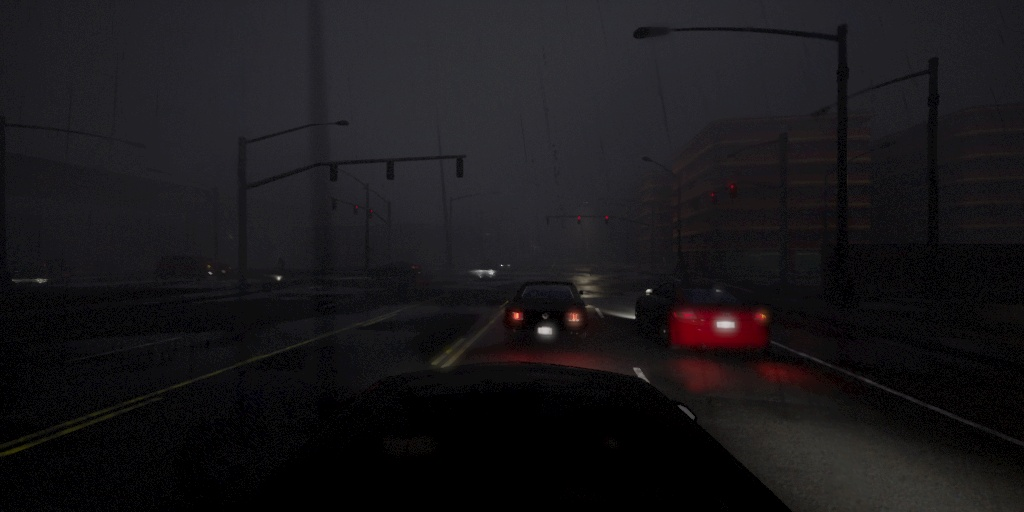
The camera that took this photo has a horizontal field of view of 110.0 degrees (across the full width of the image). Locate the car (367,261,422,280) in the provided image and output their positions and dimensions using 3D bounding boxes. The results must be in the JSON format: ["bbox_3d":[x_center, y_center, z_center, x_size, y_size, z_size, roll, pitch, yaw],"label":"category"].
[{"bbox_3d":[-10.256,1.225,31.211,4.902,1.511,2.128,0,0,14],"label":"car"}]

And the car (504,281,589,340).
[{"bbox_3d":[1.035,1.348,10.003,1.895,1.301,4.718,0,0,8],"label":"car"}]

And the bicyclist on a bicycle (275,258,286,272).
[{"bbox_3d":[-26.263,1.038,40.775,0.582,1.620,1.656,0,0,7],"label":"bicyclist on a bicycle"}]

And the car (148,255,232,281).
[{"bbox_3d":[-26.340,0.960,29.717,5.566,2.045,2.150,0,0,7],"label":"car"}]

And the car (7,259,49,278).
[{"bbox_3d":[-44.985,1.215,32.547,5.008,1.535,1.882,0,0,20],"label":"car"}]

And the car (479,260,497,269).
[{"bbox_3d":[-3.364,1.166,51.027,1.895,1.301,4.718,0,1,8],"label":"car"}]

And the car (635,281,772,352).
[{"bbox_3d":[4.435,1.312,8.989,1.994,1.385,4.181,0,0,7],"label":"car"}]
